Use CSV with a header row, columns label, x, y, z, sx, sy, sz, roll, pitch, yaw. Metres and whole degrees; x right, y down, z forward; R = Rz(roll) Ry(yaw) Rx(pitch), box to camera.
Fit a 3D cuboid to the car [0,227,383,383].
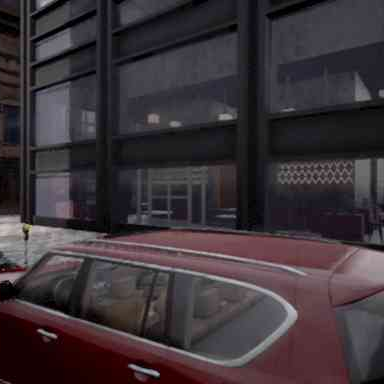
label,x,y,z,sx,sy,sz,roll,pitch,yaw
car,-0.503,1.303,3.323,5.009,1.841,2.192,0,0,36
